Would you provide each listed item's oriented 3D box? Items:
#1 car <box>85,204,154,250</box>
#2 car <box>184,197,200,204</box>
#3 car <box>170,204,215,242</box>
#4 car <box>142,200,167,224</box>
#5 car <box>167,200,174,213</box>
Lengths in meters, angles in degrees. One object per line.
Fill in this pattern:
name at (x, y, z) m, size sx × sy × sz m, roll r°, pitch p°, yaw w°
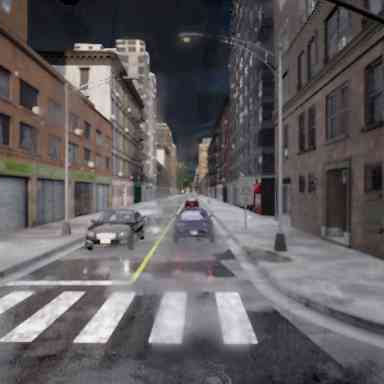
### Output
car at (-3.098, 1.485, 14.292) m, size 2.128 × 1.511 × 4.902 m, roll 0°, pitch 0°, yaw -1°
car at (-0.004, 1.441, 44.339) m, size 1.882 × 1.535 × 5.008 m, roll 0°, pitch 0°, yaw 0°
car at (0.083, 1.518, 16.184) m, size 1.812 × 1.442 × 4.674 m, roll 0°, pitch 0°, yaw 0°
car at (-3.091, 1.512, 24.445) m, size 1.812 × 1.442 × 4.674 m, roll 0°, pitch 0°, yaw 0°
car at (-3.081, 1.574, 37.001) m, size 1.895 × 1.301 × 4.718 m, roll 0°, pitch 0°, yaw 0°
